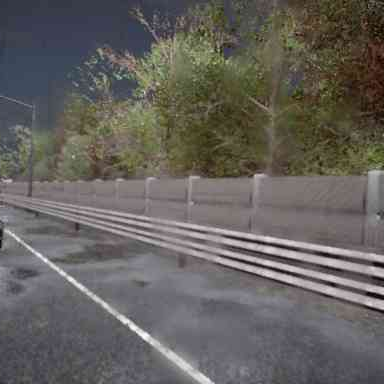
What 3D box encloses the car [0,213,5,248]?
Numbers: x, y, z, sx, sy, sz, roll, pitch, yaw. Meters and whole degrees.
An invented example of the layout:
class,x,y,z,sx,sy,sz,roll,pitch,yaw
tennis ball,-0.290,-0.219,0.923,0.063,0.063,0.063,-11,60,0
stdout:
class,x,y,z,sx,sy,sz,roll,pitch,yaw
car,-8.513,1.233,12.840,2.128,1.511,4.902,2,0,-36
